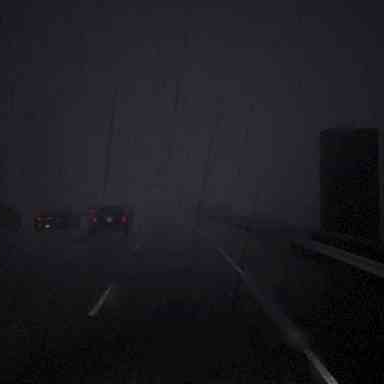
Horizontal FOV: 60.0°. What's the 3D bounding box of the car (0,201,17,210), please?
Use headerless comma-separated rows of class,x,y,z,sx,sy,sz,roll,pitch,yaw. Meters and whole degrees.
car,-30.579,2.191,55.237,1.994,1.385,4.181,0,-1,-18

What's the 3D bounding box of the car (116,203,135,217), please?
car,-7.460,1.971,37.224,1.994,1.385,4.181,0,-1,-12

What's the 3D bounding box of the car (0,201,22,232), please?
car,-11.586,1.434,18.602,2.150,2.045,5.566,0,-1,-6

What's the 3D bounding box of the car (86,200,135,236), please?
car,-4.739,1.575,20.248,2.097,1.767,4.553,0,-1,-6

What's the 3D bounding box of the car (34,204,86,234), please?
car,-8.333,1.726,20.936,2.128,1.511,4.902,0,-1,-7

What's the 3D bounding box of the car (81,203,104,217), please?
car,-10.973,1.972,36.919,1.994,1.385,4.181,0,-1,-12

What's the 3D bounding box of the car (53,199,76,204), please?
car,-14.561,1.891,37.022,1.882,1.535,5.008,0,-1,-12
